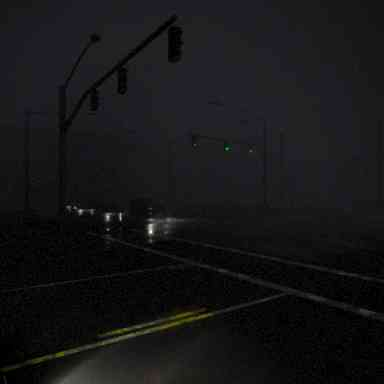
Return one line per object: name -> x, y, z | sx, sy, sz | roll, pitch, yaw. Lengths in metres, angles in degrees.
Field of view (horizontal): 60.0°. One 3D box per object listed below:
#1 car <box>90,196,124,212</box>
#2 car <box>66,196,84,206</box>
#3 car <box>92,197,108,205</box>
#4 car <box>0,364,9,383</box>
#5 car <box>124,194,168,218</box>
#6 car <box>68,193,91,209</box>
car -> -9.818, 1.525, 38.474 | 1.812, 1.442, 4.674 | 0, 0, -36
car -> -19.597, 1.491, 56.043 | 2.128, 1.511, 4.902 | 0, 0, -10
car -> -16.599, 1.600, 60.191 | 1.895, 1.301, 4.718 | 0, 0, -3
car -> -3.632, 1.548, 1.216 | 5.357, 1.411, 2.033 | 0, 0, -35
car -> -4.036, 1.351, 30.468 | 2.097, 1.767, 4.553 | 0, 0, -36
car -> -15.559, 1.221, 46.656 | 2.150, 2.045, 5.566 | 0, 0, -33
